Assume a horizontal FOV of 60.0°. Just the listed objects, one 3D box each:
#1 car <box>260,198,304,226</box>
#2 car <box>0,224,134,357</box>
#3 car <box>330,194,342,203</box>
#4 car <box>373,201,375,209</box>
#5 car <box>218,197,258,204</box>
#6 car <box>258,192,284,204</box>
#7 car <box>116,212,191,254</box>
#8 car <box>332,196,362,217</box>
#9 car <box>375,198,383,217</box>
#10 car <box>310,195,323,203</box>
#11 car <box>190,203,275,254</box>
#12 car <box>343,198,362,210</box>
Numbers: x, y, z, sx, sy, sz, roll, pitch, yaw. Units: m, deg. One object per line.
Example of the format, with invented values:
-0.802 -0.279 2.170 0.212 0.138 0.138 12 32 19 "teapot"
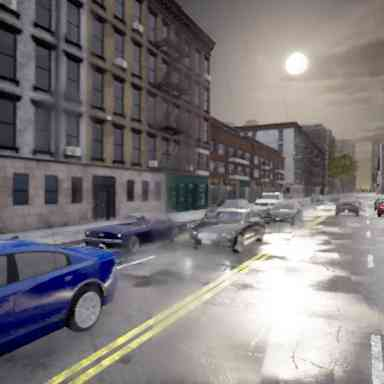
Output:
6.393 1.403 22.638 1.837 1.490 4.892 0 0 28 "car"
-3.133 1.452 4.450 1.882 1.535 5.008 0 0 27 "car"
26.968 1.088 61.779 2.097 1.767 4.553 0 0 28 "car"
22.417 1.372 39.008 2.033 1.411 5.357 0 0 28 "car"
2.563 1.247 22.330 2.097 1.767 4.553 0 0 28 "car"
7.517 1.072 31.766 2.150 2.045 5.566 0 0 25 "car"
-2.094 1.534 13.449 1.895 1.301 4.718 0 0 28 "car"
14.195 1.370 30.228 1.837 1.490 4.892 0 0 28 "car"
17.032 1.403 28.662 1.812 1.442 4.674 0 1 28 "car"
22.974 1.262 61.183 1.837 1.490 4.892 0 0 28 "car"
1.622 1.429 13.544 2.128 1.511 4.902 0 0 27 "car"
20.158 1.408 41.672 1.895 1.301 4.718 0 0 28 "car"
